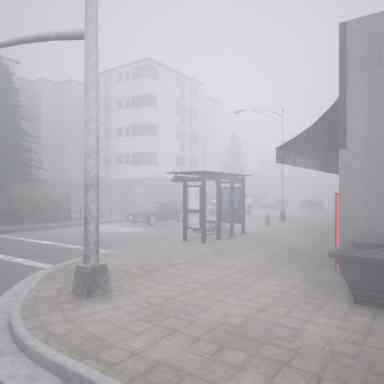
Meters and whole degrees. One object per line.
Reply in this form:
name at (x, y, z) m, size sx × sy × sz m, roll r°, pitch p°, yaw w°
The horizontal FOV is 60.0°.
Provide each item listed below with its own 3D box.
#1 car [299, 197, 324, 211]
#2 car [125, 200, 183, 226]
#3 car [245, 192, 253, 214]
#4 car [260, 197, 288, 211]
car at (13.761, 1.329, 38.183) m, size 1.837 × 1.490 × 4.892 m, roll 0°, pitch 0°, yaw 36°
car at (-2.296, 1.328, 22.154) m, size 1.837 × 1.490 × 4.892 m, roll 0°, pitch 0°, yaw 36°
car at (3.589, 1.045, 30.337) m, size 2.150 × 2.045 × 5.566 m, roll 0°, pitch 0°, yaw 36°
car at (9.530, 1.301, 38.553) m, size 1.882 × 1.535 × 5.008 m, roll 0°, pitch 0°, yaw 36°
